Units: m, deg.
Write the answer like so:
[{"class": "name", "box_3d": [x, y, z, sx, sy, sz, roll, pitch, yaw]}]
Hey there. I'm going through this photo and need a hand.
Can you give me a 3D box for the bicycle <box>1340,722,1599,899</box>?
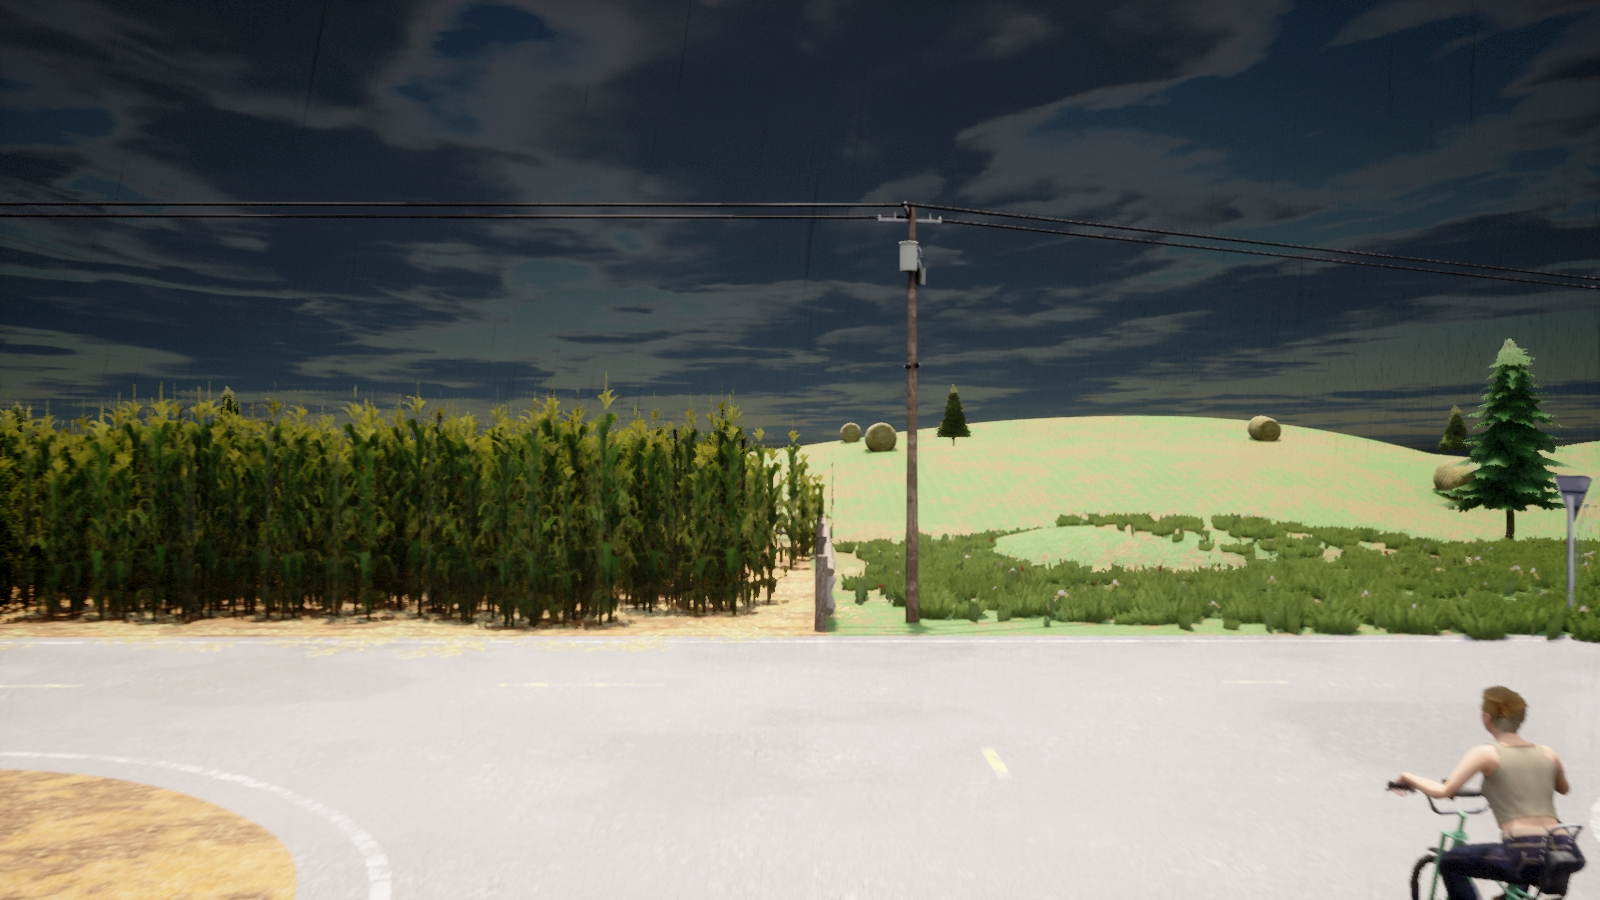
[{"class": "bicycle", "box_3d": [3.563, 2.116, 5.875, 0.859, 1.080, 1.487, 0, 0, -1]}]
